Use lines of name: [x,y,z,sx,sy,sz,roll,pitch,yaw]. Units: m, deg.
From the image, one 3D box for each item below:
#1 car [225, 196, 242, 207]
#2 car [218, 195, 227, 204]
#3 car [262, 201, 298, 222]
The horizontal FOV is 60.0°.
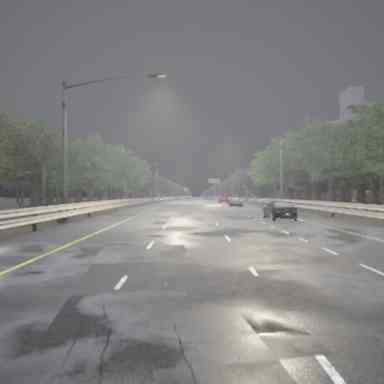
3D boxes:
car: [7.072,1.713,55.046,1.994,1.385,4.181,0,-1,0]
car: [7.191,1.623,77.094,2.150,2.045,5.566,0,-1,0]
car: [6.997,1.491,26.828,1.882,1.535,5.008,0,0,0]
